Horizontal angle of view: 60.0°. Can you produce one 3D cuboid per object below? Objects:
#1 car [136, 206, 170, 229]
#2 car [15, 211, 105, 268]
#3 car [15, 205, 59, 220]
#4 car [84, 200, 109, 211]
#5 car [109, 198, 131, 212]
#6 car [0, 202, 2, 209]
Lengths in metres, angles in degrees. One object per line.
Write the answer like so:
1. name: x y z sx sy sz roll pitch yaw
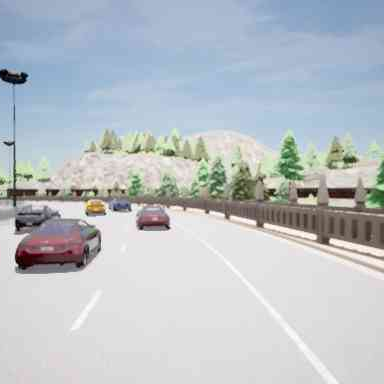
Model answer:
1. car: -2.641 1.598 21.950 1.994 1.385 4.181 0 0 -12
2. car: -4.349 1.590 11.447 1.994 1.385 4.181 0 0 -7
3. car: -9.532 1.558 20.817 2.128 1.511 4.902 0 0 -12
4. car: -10.407 1.584 35.557 1.882 1.535 5.008 0 0 -20
5. car: -9.025 1.464 41.319 2.097 1.767 4.553 0 0 -23
6. car: -29.674 1.852 49.949 2.033 1.411 5.357 0 0 -33
